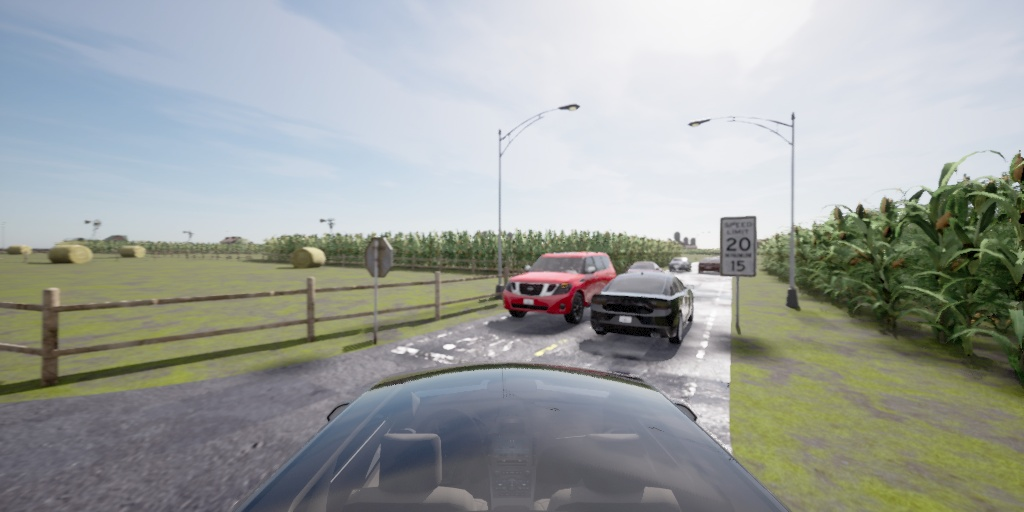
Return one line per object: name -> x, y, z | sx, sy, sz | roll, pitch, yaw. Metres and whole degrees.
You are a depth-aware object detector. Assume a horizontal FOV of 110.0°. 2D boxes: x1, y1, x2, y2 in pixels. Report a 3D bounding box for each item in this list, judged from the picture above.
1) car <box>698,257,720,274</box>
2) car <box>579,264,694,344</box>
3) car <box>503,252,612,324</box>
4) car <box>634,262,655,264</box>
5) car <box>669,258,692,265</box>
car -> 19.930, 0.938, 36.072 | 1.882, 1.535, 5.008 | 0, 0, 32
car -> 3.664, 1.161, 9.620 | 1.882, 1.535, 5.008 | 0, 1, 31
car -> 1.894, 0.885, 12.188 | 2.150, 2.045, 5.566 | 0, 1, 31
car -> 8.382, 1.104, 22.780 | 1.812, 1.442, 4.674 | 0, 1, 31
car -> 18.108, 0.933, 38.536 | 2.128, 1.511, 4.902 | 0, 0, 32
